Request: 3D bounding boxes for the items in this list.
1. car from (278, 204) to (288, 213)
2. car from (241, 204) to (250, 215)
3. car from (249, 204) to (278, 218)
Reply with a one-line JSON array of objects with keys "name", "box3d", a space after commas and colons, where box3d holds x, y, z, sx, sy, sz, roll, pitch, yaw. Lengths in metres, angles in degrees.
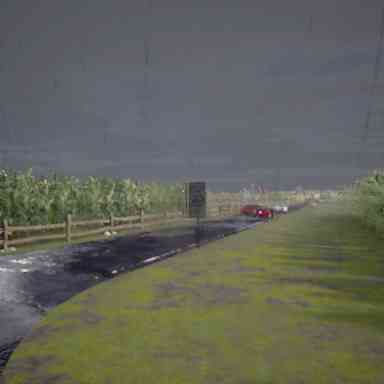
[{"name": "car", "box3d": [13.689, 2.569, 51.719, 1.895, 1.301, 4.718, -1, -1, 23]}, {"name": "car", "box3d": [8.120, 2.374, 45.714, 1.882, 1.535, 5.008, -1, -2, 23]}, {"name": "car", "box3d": [8.592, 2.328, 39.682, 1.994, 1.385, 4.181, -1, -1, 23]}]
